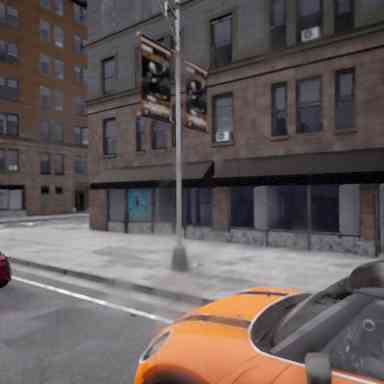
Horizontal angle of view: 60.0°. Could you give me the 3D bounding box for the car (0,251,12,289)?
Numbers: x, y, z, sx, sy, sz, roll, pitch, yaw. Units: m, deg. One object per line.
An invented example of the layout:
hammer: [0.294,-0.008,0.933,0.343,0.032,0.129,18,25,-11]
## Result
car: [-6.265,1.636,8.142,4.181,1.385,1.994,0,0,36]

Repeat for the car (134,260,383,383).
car: [1.667,1.351,2.497,4.553,1.767,2.097,-1,0,36]
